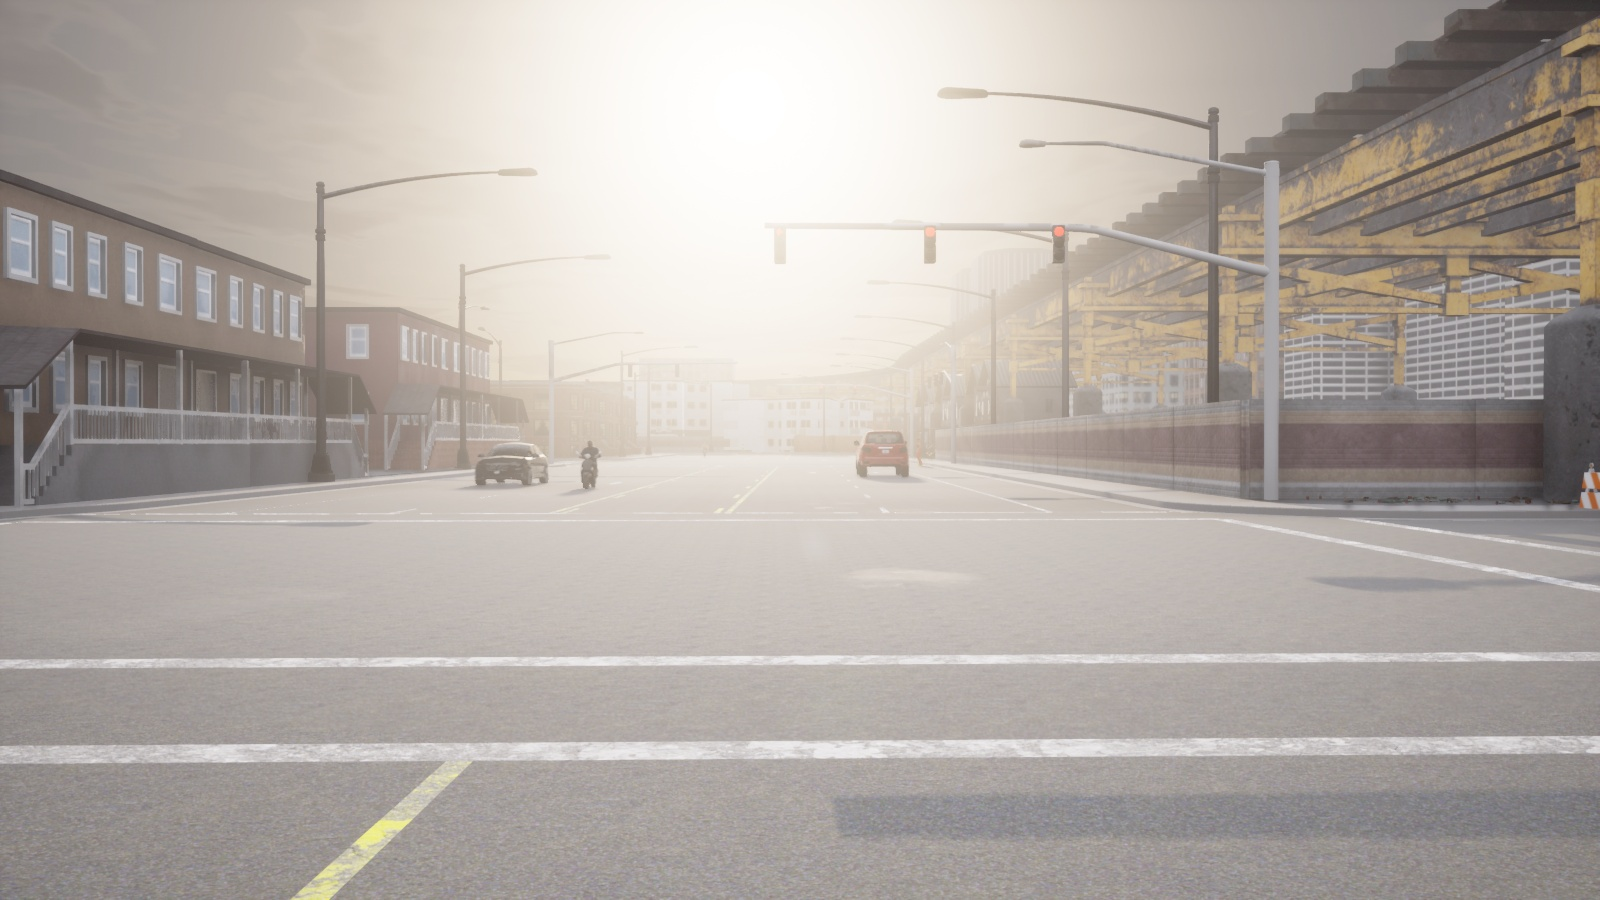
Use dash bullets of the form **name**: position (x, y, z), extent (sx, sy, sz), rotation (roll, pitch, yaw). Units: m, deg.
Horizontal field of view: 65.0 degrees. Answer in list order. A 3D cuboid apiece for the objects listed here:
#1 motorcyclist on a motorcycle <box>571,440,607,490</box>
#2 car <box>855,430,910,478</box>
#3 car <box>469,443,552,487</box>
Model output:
- **motorcyclist on a motorcycle**: position (-6.862, 0.464, 40.898), extent (0.866, 1.590, 1.817), rotation (0, 0, 0)
- **car**: position (3.684, 0.148, 56.848), extent (2.150, 2.045, 5.566), rotation (0, 0, 0)
- **car**: position (-10.350, 0.486, 45.219), extent (1.837, 1.490, 4.892), rotation (0, 0, 0)
